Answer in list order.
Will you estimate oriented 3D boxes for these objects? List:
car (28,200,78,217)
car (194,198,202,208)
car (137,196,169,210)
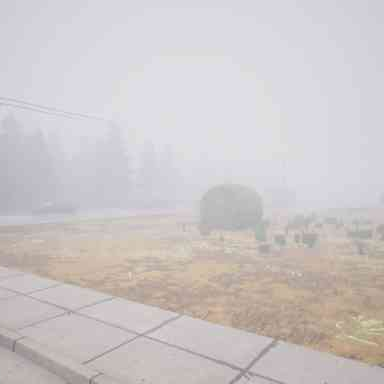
[{"bbox_3d":[-13.444,1.553,32.411,1.812,1.442,4.674,0,0,36],"label":"car"},{"bbox_3d":[2.043,1.552,47.183,1.812,1.442,4.674,0,0,36],"label":"car"},{"bbox_3d":[-5.102,1.379,43.707,2.097,1.767,4.553,0,0,37],"label":"car"}]
